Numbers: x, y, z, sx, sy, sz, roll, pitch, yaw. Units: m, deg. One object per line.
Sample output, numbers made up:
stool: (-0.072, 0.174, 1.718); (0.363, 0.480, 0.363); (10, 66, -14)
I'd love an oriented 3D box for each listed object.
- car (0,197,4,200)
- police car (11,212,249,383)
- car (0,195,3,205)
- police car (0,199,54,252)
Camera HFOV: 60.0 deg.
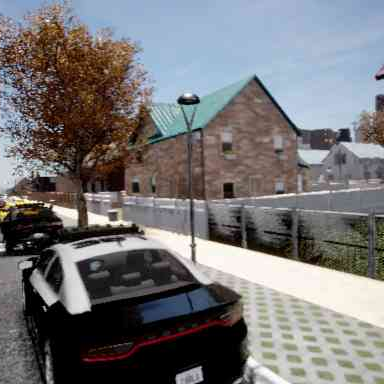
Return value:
car: (-9.710, 1.234, 18.708); (1.801, 1.575, 5.366); (-3, 2, -31)
police car: (-1.370, 1.316, 4.960); (1.930, 1.638, 5.238); (-3, 2, -31)
car: (-29.457, 1.277, 49.686); (1.994, 1.385, 4.181); (-3, 2, -31)
police car: (-6.557, 1.246, 13.509); (1.930, 1.638, 5.238); (-3, 2, -31)
